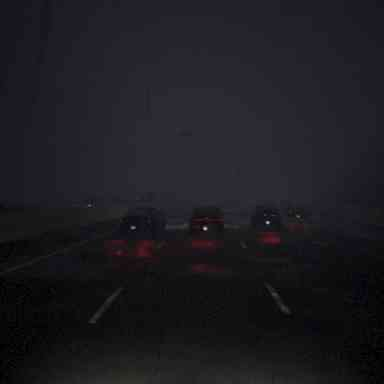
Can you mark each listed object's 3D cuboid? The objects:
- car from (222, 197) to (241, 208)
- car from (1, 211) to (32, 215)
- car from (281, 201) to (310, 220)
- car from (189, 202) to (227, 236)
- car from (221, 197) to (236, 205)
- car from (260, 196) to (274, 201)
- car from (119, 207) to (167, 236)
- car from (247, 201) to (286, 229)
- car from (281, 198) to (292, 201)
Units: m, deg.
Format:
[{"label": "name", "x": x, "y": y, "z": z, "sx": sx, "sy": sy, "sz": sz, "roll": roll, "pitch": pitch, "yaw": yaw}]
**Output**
[{"label": "car", "x": 6.137, "y": 1.746, "z": 49.368, "sx": 1.895, "sy": 1.301, "sz": 4.718, "roll": 1, "pitch": 0, "yaw": 16}, {"label": "car", "x": -12.893, "y": 1.482, "z": 22.414, "sx": 1.895, "sy": 1.301, "sz": 4.718, "roll": 1, "pitch": 0, "yaw": 6}, {"label": "car", "x": 9.267, "y": 1.754, "z": 30.006, "sx": 1.895, "sy": 1.301, "sz": 4.718, "roll": 1, "pitch": 0, "yaw": 10}, {"label": "car", "x": 0.914, "y": 1.544, "z": 18.815, "sx": 1.837, "sy": 1.490, "sz": 4.892, "roll": 0, "pitch": 0, "yaw": 6}, {"label": "car", "x": 6.979, "y": 1.680, "z": 63.239, "sx": 1.837, "sy": 1.490, "sz": 4.892, "roll": 0, "pitch": 0, "yaw": 19}, {"label": "car", "x": 14.081, "y": 1.609, "z": 62.317, "sx": 2.097, "sy": 1.767, "sz": 4.553, "roll": 1, "pitch": 0, "yaw": 19}, {"label": "car", "x": -2.601, "y": 1.522, "z": 18.241, "sx": 1.812, "sy": 1.442, "sz": 4.674, "roll": 0, "pitch": 0, "yaw": 6}, {"label": "car", "x": 4.867, "y": 1.595, "z": 22.437, "sx": 1.837, "sy": 1.490, "sz": 4.892, "roll": 0, "pitch": 0, "yaw": 7}, {"label": "car", "x": 17.601, "y": 1.776, "z": 61.911, "sx": 1.882, "sy": 1.535, "sz": 5.008, "roll": 0, "pitch": 0, "yaw": 19}]
